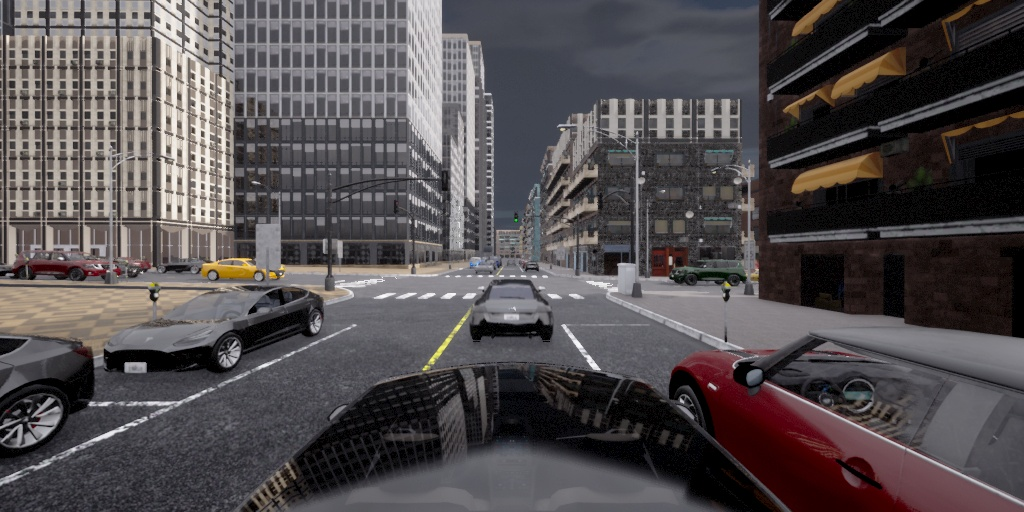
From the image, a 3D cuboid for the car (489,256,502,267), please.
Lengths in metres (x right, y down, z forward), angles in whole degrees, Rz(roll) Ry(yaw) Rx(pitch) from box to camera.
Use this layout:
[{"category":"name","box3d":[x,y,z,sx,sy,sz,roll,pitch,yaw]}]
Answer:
[{"category":"car","box3d":[-3.224,0.992,62.313,2.150,2.045,5.566,0,0,0]}]

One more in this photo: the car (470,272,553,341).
[{"category":"car","box3d":[-0.013,1.315,9.921,1.994,1.385,4.181,0,0,0]}]

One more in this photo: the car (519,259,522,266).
[{"category":"car","box3d":[2.551,1.312,57.238,1.888,1.381,4.507,0,0,0]}]

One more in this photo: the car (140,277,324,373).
[{"category":"car","box3d":[-5.701,1.317,7.604,1.948,1.339,4.313,0,0,0]}]

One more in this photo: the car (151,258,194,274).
[{"category":"car","box3d":[-27.559,0.821,30.497,4.313,1.339,1.948,0,0,-1]}]

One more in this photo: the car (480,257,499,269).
[{"category":"car","box3d":[-3.221,1.270,51.840,1.837,1.490,4.892,0,0,0]}]

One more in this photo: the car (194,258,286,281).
[{"category":"car","box3d":[-18.522,0.918,24.831,5.008,1.535,1.882,1,0,-1]}]

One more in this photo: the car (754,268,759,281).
[{"category":"car","box3d":[21.293,1.704,31.175,4.829,1.417,1.751,0,0,-1]}]

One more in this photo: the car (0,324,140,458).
[{"category":"car","box3d":[-5.688,1.316,2.358,1.948,1.339,4.313,0,0,0]}]

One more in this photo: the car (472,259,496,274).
[{"category":"car","box3d":[-3.199,1.361,41.850,1.895,1.301,4.718,0,0,0]}]

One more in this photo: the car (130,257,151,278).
[{"category":"car","box3d":[-28.448,0.759,24.692,4.892,1.490,1.837,1,0,-1]}]

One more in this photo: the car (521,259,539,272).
[{"category":"car","box3d":[2.577,1.328,47.271,1.948,1.339,4.313,0,0,0]}]

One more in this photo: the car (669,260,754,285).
[{"category":"car","box3d":[15.515,1.295,28.500,5.566,2.045,2.150,1,0,-1]}]

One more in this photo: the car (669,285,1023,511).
[{"category":"car","box3d":[2.693,1.190,2.381,1.967,1.591,4.097,0,0,0]}]

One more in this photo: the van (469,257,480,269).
[{"category":"van","box3d":[-5.829,1.108,57.215,1.690,1.789,3.998,0,0,0]}]

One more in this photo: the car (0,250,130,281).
[{"category":"car","box3d":[-27.435,0.595,22.117,5.009,1.841,2.192,0,0,-1]}]
